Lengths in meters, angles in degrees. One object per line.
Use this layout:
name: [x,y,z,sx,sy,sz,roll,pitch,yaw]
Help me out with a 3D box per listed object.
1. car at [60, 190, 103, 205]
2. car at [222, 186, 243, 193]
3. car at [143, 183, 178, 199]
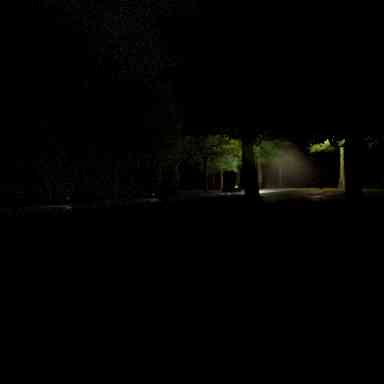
car: [-11.880,0.581,35.866,1.812,1.442,4.674,-1,2,40]
car: [7.351,-0.519,60.628,1.895,1.301,4.718,-1,2,38]
car: [-4.254,-0.217,45.712,2.150,2.045,5.566,-1,3,38]
